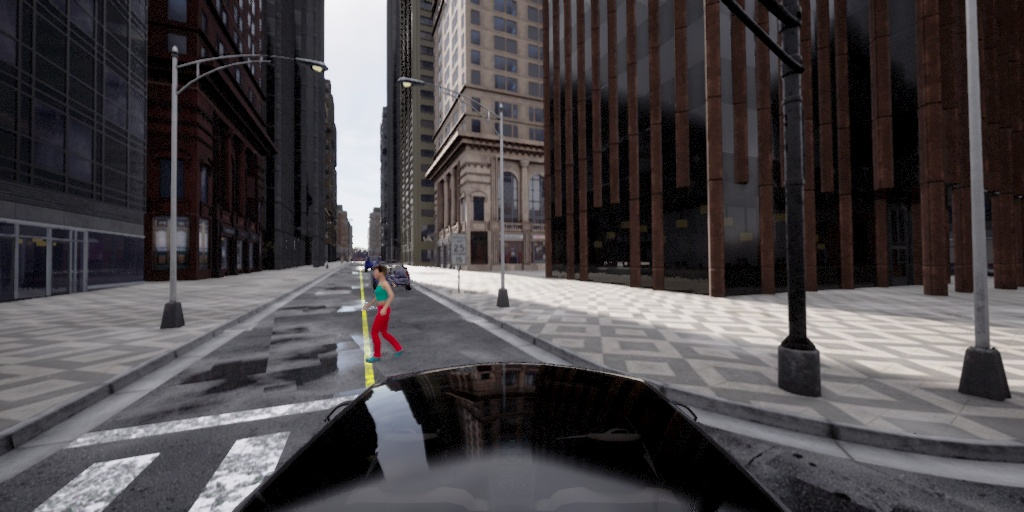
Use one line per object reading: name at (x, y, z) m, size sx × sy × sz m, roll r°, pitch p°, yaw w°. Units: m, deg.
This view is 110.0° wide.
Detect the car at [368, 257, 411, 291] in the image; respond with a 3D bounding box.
car at (-7.662, 1.122, 22.470) m, size 2.097 × 1.767 × 4.553 m, roll 0°, pitch 0°, yaw -23°

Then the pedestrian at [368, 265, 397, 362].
pedestrian at (-2.456, 1.048, 6.805) m, size 0.375 × 1.860 × 0.375 m, roll 1°, pitch -2°, yaw -23°

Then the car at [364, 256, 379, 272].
car at (-18.873, 1.049, 48.832) m, size 2.150 × 2.045 × 5.566 m, roll 0°, pitch 0°, yaw -23°
